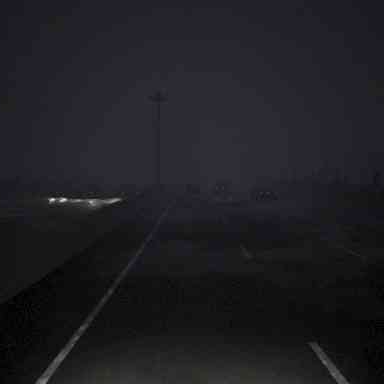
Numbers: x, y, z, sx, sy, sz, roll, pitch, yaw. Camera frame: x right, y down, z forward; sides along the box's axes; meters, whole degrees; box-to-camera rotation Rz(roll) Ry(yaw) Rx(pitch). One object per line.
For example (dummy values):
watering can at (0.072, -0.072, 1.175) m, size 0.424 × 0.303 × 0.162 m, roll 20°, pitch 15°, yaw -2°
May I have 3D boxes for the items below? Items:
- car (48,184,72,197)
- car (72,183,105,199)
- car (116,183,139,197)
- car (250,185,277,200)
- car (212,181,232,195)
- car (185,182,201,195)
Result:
car at (-14.062, -0.171, 36.490) m, size 1.994 × 1.385 × 4.181 m, roll 0°, pitch 3°, yaw 0°
car at (-10.566, -0.146, 35.045) m, size 1.837 × 1.490 × 4.892 m, roll 0°, pitch 4°, yaw 0°
car at (-7.063, -0.254, 36.702) m, size 2.128 × 1.511 × 4.902 m, roll 0°, pitch 3°, yaw 0°
car at (7.118, -0.004, 33.453) m, size 2.033 × 1.411 × 5.357 m, roll 0°, pitch 3°, yaw 0°
car at (3.630, -0.605, 40.391) m, size 2.097 × 1.767 × 4.553 m, roll 0°, pitch 3°, yaw 0°
car at (0.132, -0.540, 41.420) m, size 1.882 × 1.535 × 5.008 m, roll 0°, pitch 3°, yaw 0°
